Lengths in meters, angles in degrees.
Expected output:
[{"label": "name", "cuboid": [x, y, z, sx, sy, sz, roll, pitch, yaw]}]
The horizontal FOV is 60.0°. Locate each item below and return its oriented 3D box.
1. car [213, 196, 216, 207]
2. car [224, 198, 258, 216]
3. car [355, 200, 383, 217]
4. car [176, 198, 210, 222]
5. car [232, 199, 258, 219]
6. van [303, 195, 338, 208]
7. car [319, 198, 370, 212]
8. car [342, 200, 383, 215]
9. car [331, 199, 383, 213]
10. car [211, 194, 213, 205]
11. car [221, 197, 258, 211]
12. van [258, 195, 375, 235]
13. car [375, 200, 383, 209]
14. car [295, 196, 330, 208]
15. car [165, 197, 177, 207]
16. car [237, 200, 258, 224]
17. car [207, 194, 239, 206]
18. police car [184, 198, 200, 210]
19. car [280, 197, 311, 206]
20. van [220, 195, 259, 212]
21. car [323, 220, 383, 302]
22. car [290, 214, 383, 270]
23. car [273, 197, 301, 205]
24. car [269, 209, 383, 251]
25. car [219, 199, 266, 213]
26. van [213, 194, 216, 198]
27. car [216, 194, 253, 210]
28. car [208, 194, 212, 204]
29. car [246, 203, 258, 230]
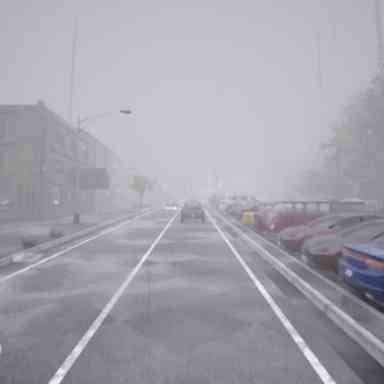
[{"label": "car", "cuboid": [5.583, 1.578, 43.185, 4.892, 1.521, 2.231, 0, 0, 0]}, {"label": "car", "cuboid": [5.581, 1.548, 29.171, 4.792, 1.488, 2.163, 0, 0, 0]}, {"label": "car", "cuboid": [18.714, 1.559, 32.146, 4.792, 1.488, 2.163, 0, 0, 0]}, {"label": "car", "cuboid": [0.066, 1.536, 26.774, 2.128, 1.511, 4.902, 0, 0, 0]}, {"label": "car", "cuboid": [5.614, 1.503, 23.563, 5.008, 1.535, 2.097, 0, 0, 0]}, {"label": "van", "cuboid": [18.779, 1.376, 48.860, 4.442, 1.987, 1.878, 0, 0, 0]}, {"label": "car", "cuboid": [18.486, 1.563, 40.502, 5.366, 1.575, 1.946, 0, 0, 0]}, {"label": "car", "cuboid": [18.651, 1.571, 34.931, 4.792, 1.488, 2.163, 0, 0, 0]}, {"label": "car", "cuboid": [18.670, 1.554, 37.716, 5.008, 1.535, 2.097, 0, 0, 0]}, {"label": "car", "cuboid": [5.552, 1.475, 48.794, 4.553, 1.767, 2.185, 0, 0, 0]}, {"label": "car", "cuboid": [5.601, 1.529, 31.968, 4.892, 1.521, 2.231, 0, 0, 0]}, {"label": "van", "cuboid": [5.516, 1.266, 15.156, 4.442, 1.987, 1.878, 0, 0, 0]}, {"label": "car", "cuboid": [18.661, 1.268, 29.363, 5.566, 2.045, 2.435, 0, 0, 0]}, {"label": "car", "cuboid": [18.630, 1.491, 51.640, 4.553, 1.767, 2.185, 0, 0, 0]}, {"label": "car", "cuboid": [-3.328, 1.654, 54.617, 2.128, 1.511, 4.902, 0, 0, 0]}, {"label": "car", "cuboid": [5.809, 1.495, 20.763, 5.366, 1.575, 1.946, 0, 0, 0]}, {"label": "car", "cuboid": [5.610, 1.426, 60.006, 5.566, 2.045, 2.435, 0, 0, 0]}, {"label": "police car", "cuboid": [0.003, 1.629, 47.209, 2.038, 1.542, 4.974, 0, -1, 0]}, {"label": "car", "cuboid": [18.666, 1.677, 59.994, 5.008, 1.535, 2.097, 0, -1, 0]}, {"label": "van", "cuboid": [5.709, 1.338, 40.384, 4.442, 1.987, 1.878, 0, 0, 0]}, {"label": "car", "cuboid": [5.640, 1.483, 6.746, 5.008, 1.535, 2.097, 0, 0, 0]}, {"label": "car", "cuboid": [5.612, 1.516, 9.550, 4.792, 1.488, 2.163, 0, 0, 0]}, {"label": "car", "cuboid": [18.658, 1.734, 65.563, 5.008, 1.535, 2.097, 0, -1, 0]}, {"label": "car", "cuboid": [5.608, 1.519, 12.353, 4.792, 1.488, 2.163, 0, 0, 0]}, {"label": "car", "cuboid": [5.591, 1.552, 37.579, 5.008, 1.535, 2.097, 0, 0, 0]}, {"label": "van", "cuboid": [5.470, 1.363, 45.990, 4.442, 1.987, 1.878, 0, 0, 0]}, {"label": "car", "cuboid": [5.629, 1.289, 34.777, 5.566, 2.045, 2.435, 0, 0, 0]}, {"label": "car", "cuboid": [5.610, 1.365, 51.596, 5.566, 2.045, 2.435, 0, 0, 0]}, {"label": "car", "cuboid": [5.657, 1.525, 17.960, 4.792, 1.488, 2.163, 0, 0, 0]}]
